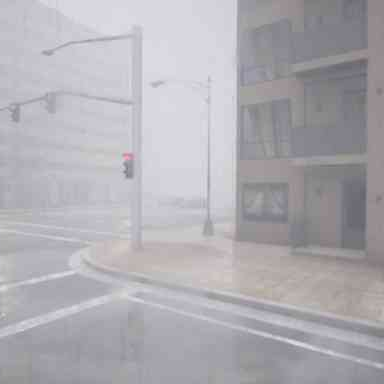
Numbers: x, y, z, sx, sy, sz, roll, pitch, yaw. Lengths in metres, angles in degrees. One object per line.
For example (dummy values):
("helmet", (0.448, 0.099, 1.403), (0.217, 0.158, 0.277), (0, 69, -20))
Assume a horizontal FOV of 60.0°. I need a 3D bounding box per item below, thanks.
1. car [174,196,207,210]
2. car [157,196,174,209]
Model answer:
("car", (0.412, 1.332, 41.212), (2.128, 1.511, 4.902), (0, 0, 35))
("car", (-2.476, 1.322, 43.190), (1.837, 1.490, 4.892), (0, 0, 35))
